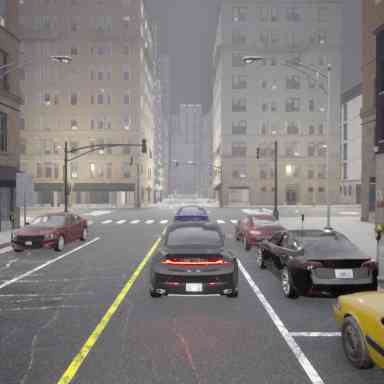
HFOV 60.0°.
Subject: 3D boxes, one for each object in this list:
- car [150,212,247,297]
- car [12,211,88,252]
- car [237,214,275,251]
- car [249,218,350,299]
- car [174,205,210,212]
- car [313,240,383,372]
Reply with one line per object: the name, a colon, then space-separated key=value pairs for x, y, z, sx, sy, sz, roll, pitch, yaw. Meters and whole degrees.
car: x=0.046 y=1.503 z=8.533 sx=1.837 sy=1.490 sz=4.892 roll=0 pitch=0 yaw=0
car: x=-5.716 y=1.541 z=13.867 sx=1.887 sy=1.381 sz=4.507 roll=-1 pitch=0 yaw=0
car: x=2.829 y=1.578 z=13.890 sx=1.802 sy=1.307 sz=4.206 roll=-1 pitch=0 yaw=0
car: x=2.843 y=1.564 z=8.305 sx=1.947 sy=1.339 sz=4.313 roll=-1 pitch=0 yaw=0
car: x=-0.011 y=1.473 z=18.487 sx=1.882 sy=1.535 sz=5.008 roll=0 pitch=0 yaw=0
car: x=2.855 y=1.525 z=2.888 sx=1.752 sy=1.417 sz=4.829 roll=-1 pitch=0 yaw=0
